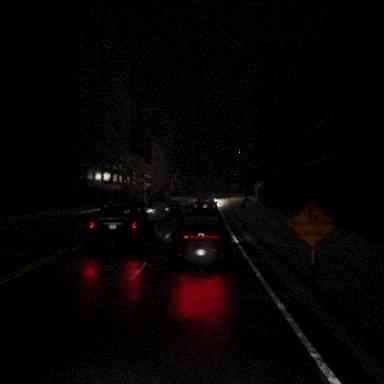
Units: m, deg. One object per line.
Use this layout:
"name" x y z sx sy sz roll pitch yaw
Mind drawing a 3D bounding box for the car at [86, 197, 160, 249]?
"car" -2.817 1.283 14.238 2.097 1.767 4.553 0 0 2

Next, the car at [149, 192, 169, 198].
"car" -4.291 1.060 43.963 2.150 2.045 5.566 0 0 6

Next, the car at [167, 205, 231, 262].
"car" 0.339 1.446 11.827 1.837 1.490 4.892 0 0 2

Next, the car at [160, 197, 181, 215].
"car" -1.976 1.437 30.186 1.994 1.385 4.181 0 0 4

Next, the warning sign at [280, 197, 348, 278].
"warning sign" 2.975 1.073 8.241 1.300 1.860 1.060 0 0 1

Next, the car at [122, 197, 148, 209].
"car" -7.509 1.386 44.495 2.033 1.411 5.357 0 0 6

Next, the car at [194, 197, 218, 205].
"car" 1.217 1.228 29.297 2.097 1.767 4.553 0 0 4
